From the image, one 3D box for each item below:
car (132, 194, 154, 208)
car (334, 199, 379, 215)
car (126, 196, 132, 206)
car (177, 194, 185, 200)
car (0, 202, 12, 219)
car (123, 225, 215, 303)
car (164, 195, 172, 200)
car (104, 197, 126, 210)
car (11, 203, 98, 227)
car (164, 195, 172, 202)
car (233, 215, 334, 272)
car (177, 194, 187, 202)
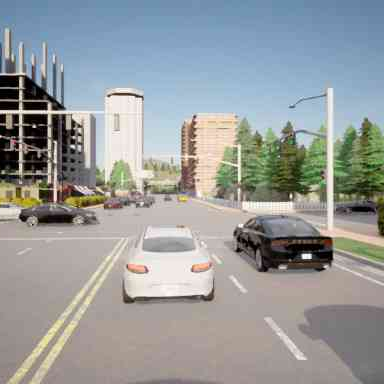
[{"bbox_3d":[-7.187,1.491,48.852,2.128,1.511,4.902,0,0,-4],"label":"car"},{"bbox_3d":[17.050,1.491,34.008,4.902,1.511,2.128,0,0,-3],"label":"car"},{"bbox_3d":[-11.000,1.477,53.105,1.882,1.535,5.008,0,0,-4],"label":"car"},{"bbox_3d":[-2.812,1.304,86.487,1.882,1.535,5.008,0,0,-4],"label":"car"},{"bbox_3d":[-14.159,1.525,25.775,4.674,1.442,1.812,0,0,-9],"label":"car"},{"bbox_3d":[-0.590,1.526,8.129,1.812,1.442,4.674,0,0,-5],"label":"car"},{"bbox_3d":[-6.303,1.379,86.233,1.994,1.385,4.181,0,0,-4],"label":"car"},{"bbox_3d":[-10.332,1.478,43.779,1.882,1.535,5.008,0,0,-4],"label":"car"},{"bbox_3d":[-8.793,1.491,22.071,4.902,1.511,2.128,0,0,-3],"label":"car"},{"bbox_3d":[-5.679,1.518,77.662,2.128,1.511,4.902,0,0,-4],"label":"car"},{"bbox_3d":[2.674,1.478,10.868,1.882,1.535,5.008,0,0,-5],"label":"car"},{"bbox_3d":[-2.117,1.470,76.939,1.882,1.535,5.008,0,0,-4],"label":"car"}]
